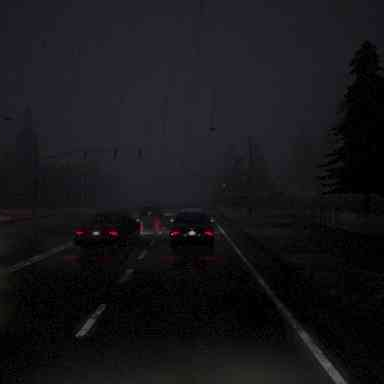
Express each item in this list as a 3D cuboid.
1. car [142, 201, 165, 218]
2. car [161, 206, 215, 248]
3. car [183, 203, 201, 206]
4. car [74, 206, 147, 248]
[{"bbox_3d":[-3.500,1.531,29.650,1.812,1.442,4.674,0,0,0],"label":"car"},{"bbox_3d":[0.000,1.561,14.650,2.033,1.411,5.357,0,0,0],"label":"car"},{"bbox_3d":[0.000,1.615,29.680,1.895,1.301,4.718,0,0,0],"label":"car"},{"bbox_3d":[-3.500,1.561,14.650,2.033,1.411,5.357,0,0,0],"label":"car"}]
